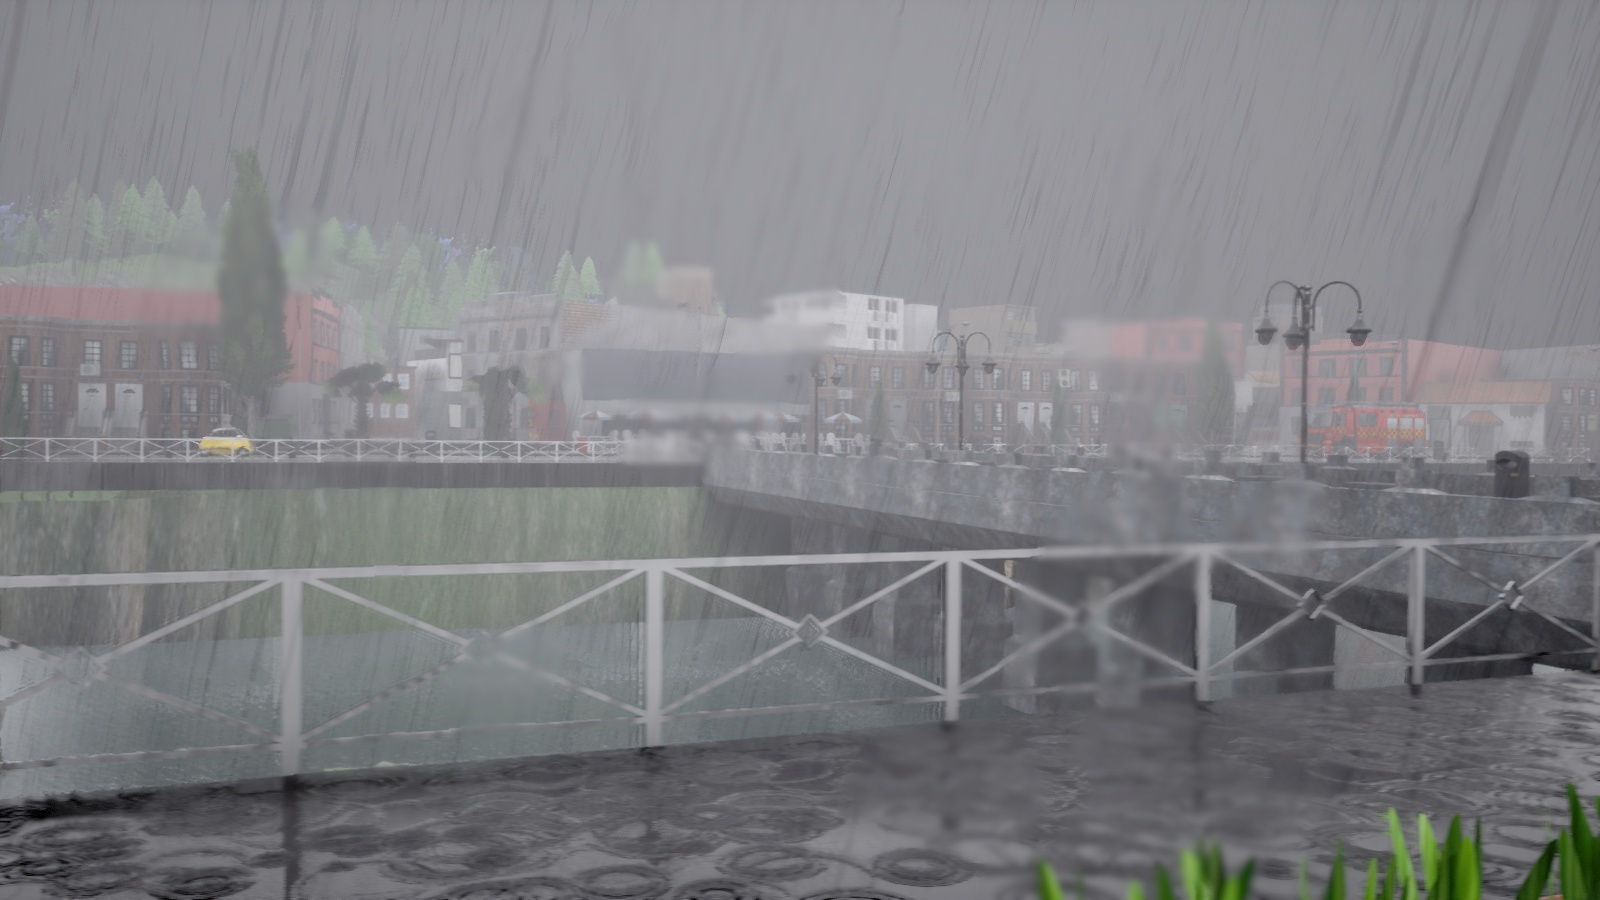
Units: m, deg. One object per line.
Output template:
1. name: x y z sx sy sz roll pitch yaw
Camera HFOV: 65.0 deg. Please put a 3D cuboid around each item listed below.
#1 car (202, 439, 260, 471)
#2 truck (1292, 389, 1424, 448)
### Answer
1. car: -25.289 0.217 55.859 2.207 1.376 1.481 -1 1 -21
2. truck: 37.317 -2.136 83.911 8.468 3.827 2.891 -1 1 -21
